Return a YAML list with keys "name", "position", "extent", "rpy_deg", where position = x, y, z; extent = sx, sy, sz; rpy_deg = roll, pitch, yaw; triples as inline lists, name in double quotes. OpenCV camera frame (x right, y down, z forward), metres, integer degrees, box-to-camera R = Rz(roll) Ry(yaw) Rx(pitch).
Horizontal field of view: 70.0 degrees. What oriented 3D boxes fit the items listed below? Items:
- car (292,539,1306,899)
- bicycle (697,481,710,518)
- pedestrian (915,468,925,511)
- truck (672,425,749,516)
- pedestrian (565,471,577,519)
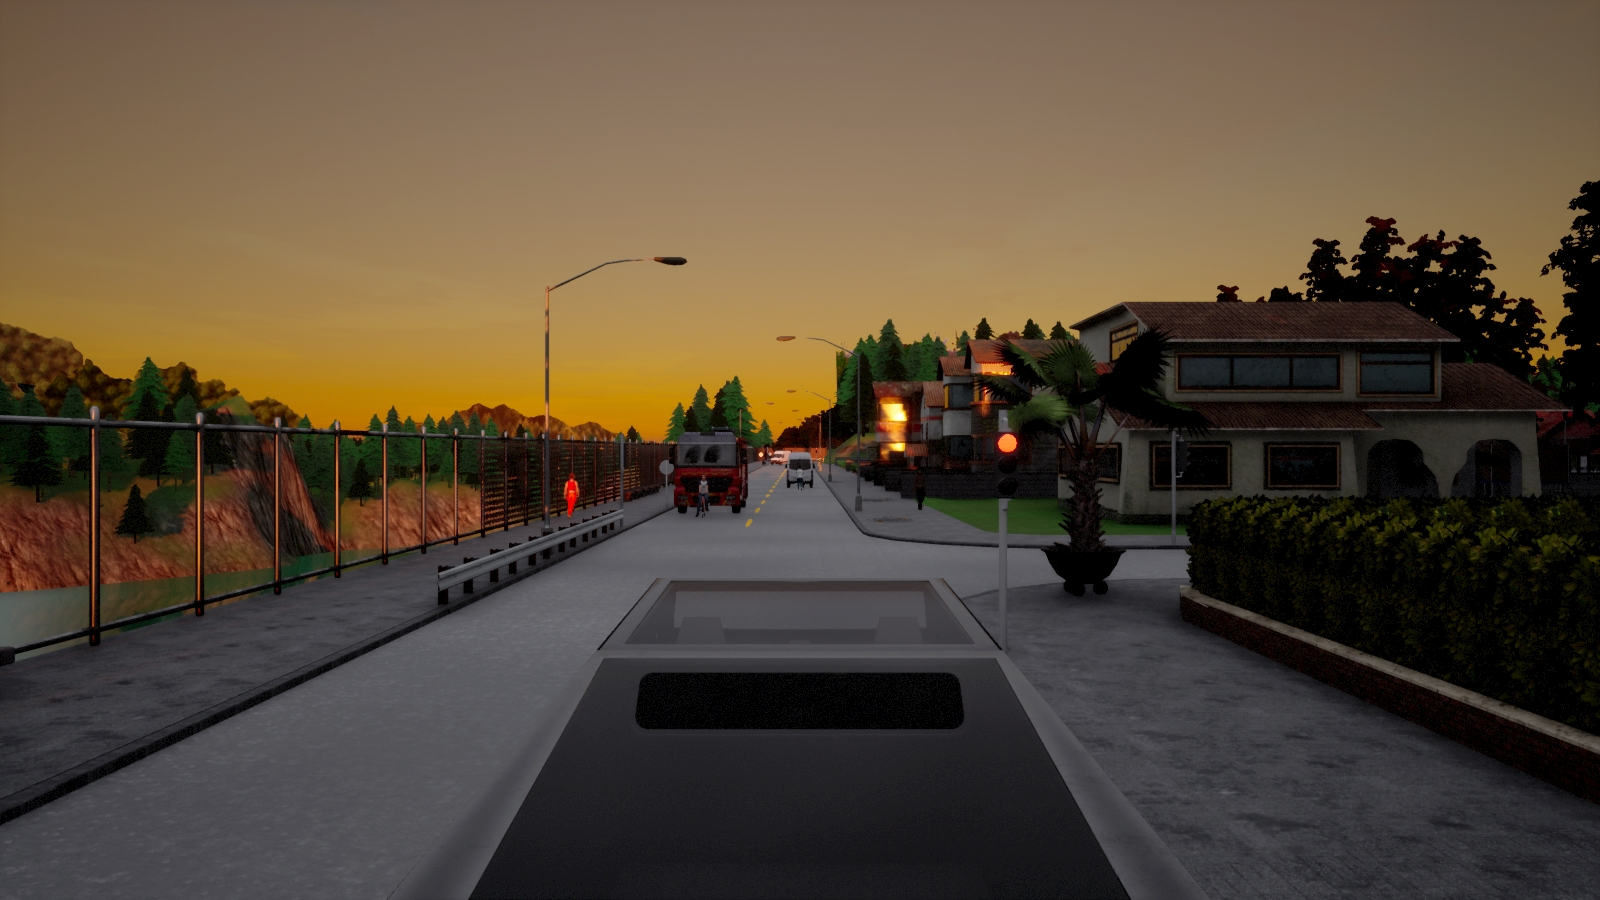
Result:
- name: "car"
  position: [-0.001, 1.751, 5.830]
  extent: [2.390, 2.098, 6.274]
  rpy_deg: [0, 0, 0]
- name: "bicycle"
  position: [-3.996, 2.038, 47.352]
  extent: [0.373, 1.496, 1.643]
  rpy_deg: [0, 0, 0]
- name: "pedestrian"
  position: [5.275, 1.725, 50.179]
  extent: [0.375, 1.860, 0.375]
  rpy_deg: [0, 0, -1]
- name: "truck"
  position: [-3.997, 0.871, 52.639]
  extent: [2.891, 3.827, 8.468]
  rpy_deg: [0, 0, 0]
- name: "pedestrian"
  position: [-8.870, 1.728, 44.230]
  extent: [0.375, 1.860, 0.375]
  rpy_deg: [0, 0, -2]
